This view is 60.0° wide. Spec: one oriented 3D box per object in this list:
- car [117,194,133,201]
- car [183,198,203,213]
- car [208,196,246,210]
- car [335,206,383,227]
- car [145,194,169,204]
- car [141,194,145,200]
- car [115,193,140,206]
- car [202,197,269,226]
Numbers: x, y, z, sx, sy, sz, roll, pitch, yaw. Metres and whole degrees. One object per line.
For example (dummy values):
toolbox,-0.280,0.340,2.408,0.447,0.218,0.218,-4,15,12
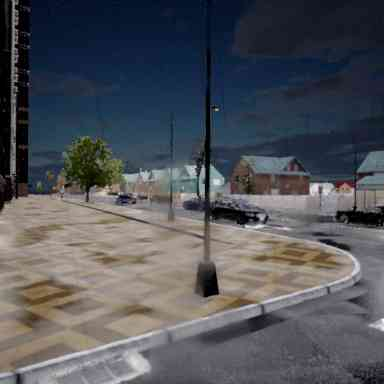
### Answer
car,-13.776,1.063,68.347,1.895,1.301,4.718,1,0,-28
car,0.921,1.284,32.815,2.033,1.411,5.357,1,0,-28
car,4.202,1.289,41.001,2.033,1.411,5.357,1,0,-28
car,11.280,1.515,20.456,1.895,1.301,4.718,1,0,-28
car,-5.228,1.095,52.010,1.837,1.490,4.892,1,-1,-28
car,-10.547,1.041,69.186,2.033,1.411,5.357,1,0,-28
car,-8.999,1.100,44.801,1.812,1.442,4.674,1,0,-27
car,3.009,1.300,21.823,2.128,1.511,4.902,1,0,-28
